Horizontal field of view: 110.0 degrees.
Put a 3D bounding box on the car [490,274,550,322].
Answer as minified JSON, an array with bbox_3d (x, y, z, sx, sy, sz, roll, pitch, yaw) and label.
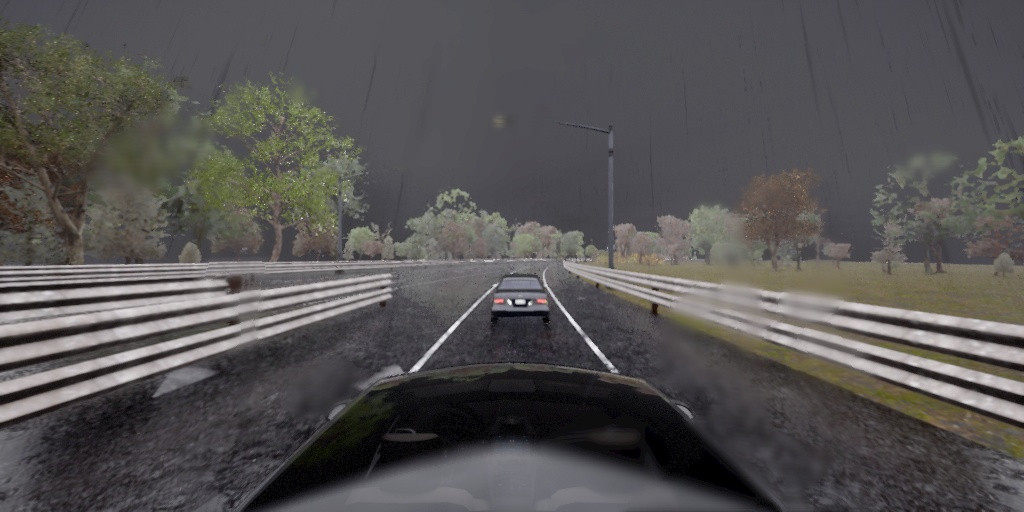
[{"bbox_3d":[0.291,1.325,12.466,2.033,1.411,5.357,0,0,1],"label":"car"}]
